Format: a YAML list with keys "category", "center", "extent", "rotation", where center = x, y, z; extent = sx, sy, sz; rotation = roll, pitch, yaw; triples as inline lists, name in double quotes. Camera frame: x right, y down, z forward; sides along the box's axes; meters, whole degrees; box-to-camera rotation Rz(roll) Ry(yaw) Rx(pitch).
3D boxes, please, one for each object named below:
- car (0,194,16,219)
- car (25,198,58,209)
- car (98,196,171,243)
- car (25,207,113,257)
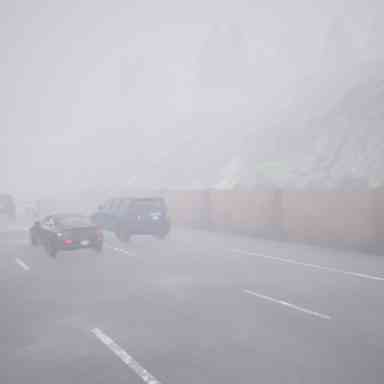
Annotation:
- category: "car"
  center: [-16.817, 1.244, 28.810]
  extent: [2.150, 2.045, 5.566]
  rotation: [0, -1, -37]
- category: "car"
  center: [-13.976, 1.373, 30.853]
  extent: [2.097, 1.767, 4.553]
  rotation: [0, 0, -36]
- category: "car"
  center: [-3.193, 1.222, 16.483]
  extent: [2.150, 2.045, 5.566]
  rotation: [0, 0, -37]
- category: "car"
  center: [-4.982, 1.531, 13.033]
  extent: [1.812, 1.442, 4.674]
  rotation: [0, 0, -37]
